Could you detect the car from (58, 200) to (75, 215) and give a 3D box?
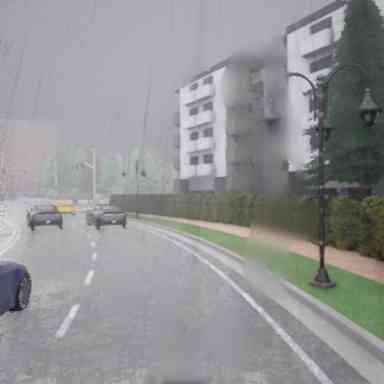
[{"bbox_3d":[-13.429,1.588,34.025,1.882,1.535,5.008,-1,0,-33],"label":"car"}]

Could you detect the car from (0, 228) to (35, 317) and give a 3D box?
[{"bbox_3d":[-3.929,1.559,4.719,1.812,1.442,4.674,0,0,-6],"label":"car"}]

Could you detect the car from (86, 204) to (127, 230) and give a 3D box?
[{"bbox_3d":[-5.610,1.535,21.487,2.128,1.511,4.902,0,0,-27],"label":"car"}]

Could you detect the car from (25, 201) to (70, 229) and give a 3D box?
[{"bbox_3d":[-9.634,1.571,21.644,2.128,1.511,4.902,0,0,-29],"label":"car"}]
